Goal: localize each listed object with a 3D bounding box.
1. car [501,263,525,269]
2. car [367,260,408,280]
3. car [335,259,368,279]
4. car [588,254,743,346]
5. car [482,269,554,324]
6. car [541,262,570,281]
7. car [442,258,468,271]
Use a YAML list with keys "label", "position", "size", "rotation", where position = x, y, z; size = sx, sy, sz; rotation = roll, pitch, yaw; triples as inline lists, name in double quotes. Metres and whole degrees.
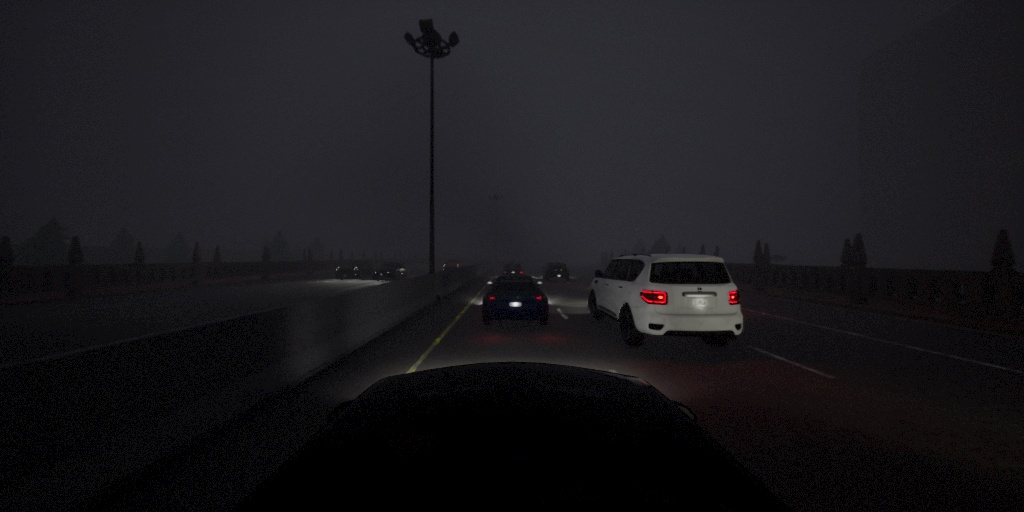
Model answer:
- label: "car"
  position: [0.088, 1.295, 29.771]
  size: [2.033, 1.411, 5.357]
  rotation: [0, 0, 0]
- label: "car"
  position: [-10.598, 1.252, 31.498]
  size: [1.837, 1.490, 4.892]
  rotation: [0, 0, 0]
- label: "car"
  position: [-14.090, 1.099, 32.503]
  size: [2.097, 1.767, 4.553]
  rotation: [0, 0, 0]
- label: "car"
  position: [3.596, 0.971, 9.552]
  size: [2.150, 2.045, 5.566]
  rotation: [0, 0, 0]
- label: "car"
  position: [0.096, 1.313, 11.974]
  size: [1.994, 1.385, 4.181]
  rotation: [0, 0, 0]
- label: "car"
  position: [3.588, 1.253, 29.737]
  size: [1.837, 1.490, 4.892]
  rotation: [0, 0, 0]
- label: "car"
  position: [-6.964, 1.098, 42.984]
  size: [2.097, 1.767, 4.553]
  rotation: [0, 0, 2]
